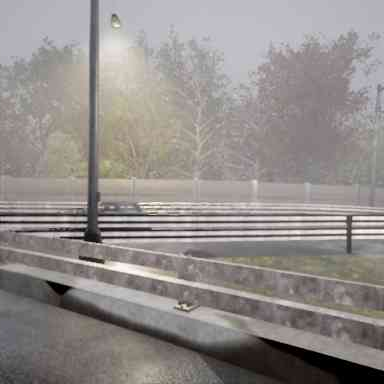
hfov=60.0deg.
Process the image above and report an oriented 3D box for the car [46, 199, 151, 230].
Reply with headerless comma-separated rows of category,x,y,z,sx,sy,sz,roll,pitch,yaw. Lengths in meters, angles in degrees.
car,-4.202,1.142,15.342,4.553,1.767,2.097,1,0,-9
